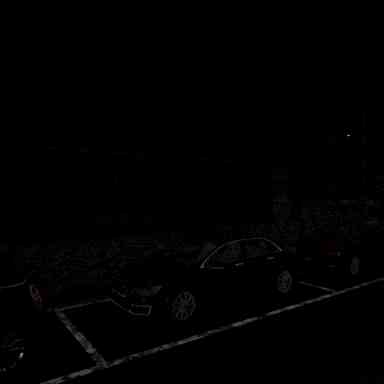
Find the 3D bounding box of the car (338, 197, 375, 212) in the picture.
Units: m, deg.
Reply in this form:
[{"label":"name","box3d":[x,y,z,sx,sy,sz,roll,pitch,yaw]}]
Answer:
[{"label":"car","box3d":[16.599,1.222,32.341,1.812,1.442,4.674,0,1,-35]}]

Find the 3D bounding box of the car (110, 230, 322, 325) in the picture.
[{"label":"car","box3d":[0.485,1.551,6.993,4.403,1.369,2.008,0,0,-35]}]

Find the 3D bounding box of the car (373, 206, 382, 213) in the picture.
[{"label":"car","box3d":[9.374,1.441,13.325,4.097,1.590,1.967,0,0,-35]}]

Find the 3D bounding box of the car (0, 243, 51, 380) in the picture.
[{"label":"car","box3d":[-3.960,1.440,3.827,4.097,1.590,1.967,0,0,-35]}]

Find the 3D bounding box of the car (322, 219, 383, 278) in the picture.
[{"label":"car","box3d":[4.930,1.545,10.159,4.507,1.381,1.887,0,0,-35]}]
